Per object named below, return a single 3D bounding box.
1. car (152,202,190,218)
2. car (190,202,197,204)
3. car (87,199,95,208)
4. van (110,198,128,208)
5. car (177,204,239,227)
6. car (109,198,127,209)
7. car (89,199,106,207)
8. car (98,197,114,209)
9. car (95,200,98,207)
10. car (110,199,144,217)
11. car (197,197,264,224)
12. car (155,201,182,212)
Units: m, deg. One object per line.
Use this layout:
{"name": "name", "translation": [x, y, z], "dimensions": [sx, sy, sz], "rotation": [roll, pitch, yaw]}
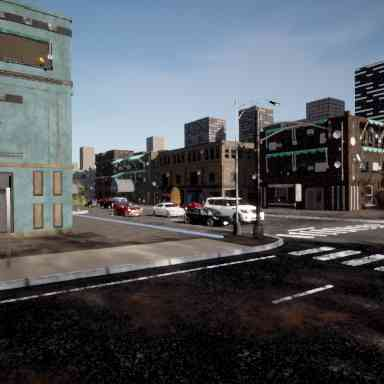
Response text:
{"name": "car", "translation": [-2.541, 1.862, 34.640], "dimensions": [1.812, 1.442, 4.674], "rotation": [-1, 0, -35]}
{"name": "car", "translation": [-0.074, 1.903, 41.126], "dimensions": [1.802, 1.307, 4.206], "rotation": [-2, 0, -36]}
{"name": "car", "translation": [-19.197, 2.158, 63.446], "dimensions": [2.128, 1.511, 4.902], "rotation": [-1, 0, -36]}
{"name": "van", "translation": [-12.952, 1.906, 59.138], "dimensions": [1.690, 1.788, 3.998], "rotation": [-1, 0, -36]}
{"name": "car", "translation": [1.079, 1.814, 24.891], "dimensions": [1.947, 1.339, 4.313], "rotation": [-2, 0, -36]}
{"name": "car", "translation": [-8.584, 1.931, 43.112], "dimensions": [1.882, 1.535, 5.008], "rotation": [-1, 0, -35]}
{"name": "car", "translation": [-19.384, 2.227, 68.145], "dimensions": [1.887, 1.381, 4.507], "rotation": [-1, 0, -36]}
{"name": "car", "translation": [-13.423, 2.066, 55.365], "dimensions": [1.837, 1.490, 4.892], "rotation": [-1, 0, -36]}
{"name": "car", "translation": [-16.171, 1.939, 63.641], "dimensions": [2.192, 1.841, 5.009], "rotation": [-1, 0, -36]}
{"name": "car", "translation": [-6.894, 1.846, 36.251], "dimensions": [1.967, 1.590, 4.097], "rotation": [-1, 0, -36]}
{"name": "car", "translation": [3.160, 1.445, 26.655], "dimensions": [2.150, 2.045, 5.566], "rotation": [-1, 0, -35]}
{"name": "car", "translation": [-3.291, 1.965, 45.629], "dimensions": [1.802, 1.307, 4.206], "rotation": [-2, 0, -36]}
